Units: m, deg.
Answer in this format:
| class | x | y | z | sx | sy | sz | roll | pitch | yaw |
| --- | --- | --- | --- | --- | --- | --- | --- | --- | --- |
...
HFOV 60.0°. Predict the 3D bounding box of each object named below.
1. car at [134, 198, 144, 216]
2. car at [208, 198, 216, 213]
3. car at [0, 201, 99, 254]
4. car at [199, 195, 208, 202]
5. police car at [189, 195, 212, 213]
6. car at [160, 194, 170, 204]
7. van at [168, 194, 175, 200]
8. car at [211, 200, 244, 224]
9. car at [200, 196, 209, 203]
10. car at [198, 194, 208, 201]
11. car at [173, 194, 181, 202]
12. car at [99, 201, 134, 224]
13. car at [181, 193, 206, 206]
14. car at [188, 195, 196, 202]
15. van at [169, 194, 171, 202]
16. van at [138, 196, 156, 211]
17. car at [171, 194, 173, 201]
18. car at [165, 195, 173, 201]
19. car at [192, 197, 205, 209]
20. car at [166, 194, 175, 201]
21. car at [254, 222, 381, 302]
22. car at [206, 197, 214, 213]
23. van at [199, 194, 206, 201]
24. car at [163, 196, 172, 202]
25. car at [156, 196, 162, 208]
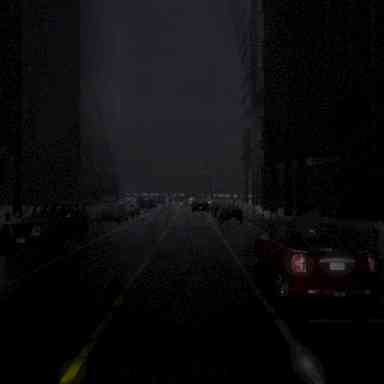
| class | x | y | z | sx | sy | sz | roll | pitch | yaw |
| --- | --- | --- | --- | --- | --- | --- | --- | --- | --- |
| car | -5.763 | 1.527 | 29.846 | 1.752 | 1.417 | 4.829 | 0 | 0 | 0 |
| car | 2.762 | 1.547 | 30.016 | 1.887 | 1.381 | 4.507 | 0 | 0 | 0 |
| car | -5.763 | 1.315 | 13.703 | 2.192 | 1.841 | 5.009 | 0 | 0 | 0 |
| car | 2.761 | 1.465 | 78.954 | 1.967 | 1.590 | 4.097 | 0 | 0 | 0 |
| police car | 0.890 | 1.432 | 37.267 | 1.930 | 1.638 | 5.238 | 0 | 0 | 0 |
| car | -5.763 | 1.580 | 62.641 | 1.947 | 1.339 | 4.313 | 0 | 0 | 0 |
| van | -5.764 | 1.380 | 95.267 | 1.690 | 1.788 | 3.998 | 0 | 0 | 0 |
| car | 2.762 | 1.552 | 24.578 | 2.008 | 1.369 | 4.403 | 0 | 0 | 0 |
| car | 2.762 | 1.566 | 73.517 | 1.887 | 1.381 | 4.507 | 0 | 0 | 0 |
| car | 2.761 | 1.345 | 84.392 | 2.192 | 1.841 | 5.009 | 0 | 0 | 0 |
| car | -3.000 | 1.547 | 76.150 | 2.128 | 1.511 | 4.902 | 0 | 0 | 0 |
| car | -5.763 | 1.583 | 24.578 | 1.802 | 1.307 | 4.206 | 0 | 0 | 0 |
| car | 0.374 | 1.254 | 53.421 | 2.150 | 2.045 | 5.566 | 1 | -2 | 11 |
| car | 0.000 | 1.414 | 74.036 | 1.882 | 1.535 | 5.008 | 0 | 0 | 0 |
| van | -5.764 | 1.359 | 68.079 | 1.690 | 1.788 | 3.998 | 0 | 0 | 0 |
| van | -5.764 | 1.346 | 40.891 | 1.690 | 1.788 | 3.998 | 0 | 0 | 0 |
| car | -5.764 | 1.547 | 73.347 | 1.752 | 1.417 | 4.829 | 0 | 0 | 0 |
| car | -5.764 | 1.555 | 84.222 | 1.752 | 1.417 | 4.829 | 0 | 0 | 0 |
| car | 0.900 | 1.534 | 47.158 | 1.812 | 1.442 | 4.674 | 0 | 0 | 0 |
| car | -5.764 | 1.475 | 89.829 | 1.967 | 1.590 | 4.097 | 0 | 0 | 0 |
| car | 2.762 | 1.439 | 8.266 | 1.967 | 1.590 | 4.097 | 0 | 0 | 0 |
| car | 2.762 | 1.548 | 35.454 | 1.887 | 1.381 | 4.507 | 0 | 0 | 0 |
| van | 2.761 | 1.376 | 89.829 | 1.690 | 1.788 | 3.998 | 0 | 0 | 0 |
| car | -5.764 | 1.591 | 78.954 | 1.947 | 1.339 | 4.313 | 0 | 0 | 0 |
| car | -5.763 | 1.558 | 46.329 | 2.008 | 1.369 | 4.403 | 0 | 0 | 0 |
